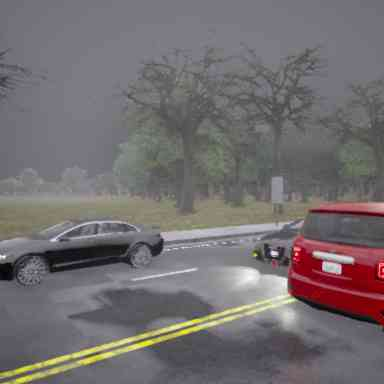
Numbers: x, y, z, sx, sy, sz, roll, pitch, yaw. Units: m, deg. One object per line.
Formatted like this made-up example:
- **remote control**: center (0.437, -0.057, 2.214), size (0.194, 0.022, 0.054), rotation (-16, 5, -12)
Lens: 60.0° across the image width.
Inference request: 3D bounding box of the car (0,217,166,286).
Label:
- **car**: center (-3.109, 1.487, 9.452), size (4.902, 1.511, 2.128), rotation (0, 0, -35)

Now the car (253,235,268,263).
- **car**: center (3.910, 1.549, 10.462), size (4.181, 1.385, 1.994), rotation (0, 0, -35)

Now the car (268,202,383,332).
- **car**: center (4.248, 1.208, 6.468), size (5.566, 2.045, 2.150), rotation (0, 0, -35)
